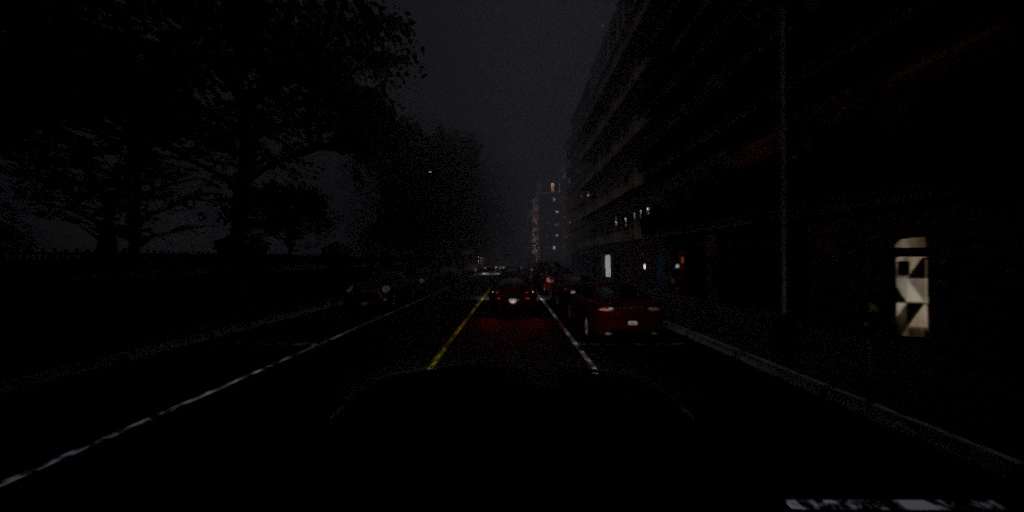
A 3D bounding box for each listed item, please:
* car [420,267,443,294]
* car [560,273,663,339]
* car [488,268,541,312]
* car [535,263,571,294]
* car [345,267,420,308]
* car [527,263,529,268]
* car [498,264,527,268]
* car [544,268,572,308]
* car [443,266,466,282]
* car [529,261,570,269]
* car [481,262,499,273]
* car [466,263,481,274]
[{"bbox_3d":[-5.693,1.389,21.464,1.967,1.591,4.097,0,0,0],"label":"car"},{"bbox_3d":[2.690,1.380,10.207,1.888,1.381,4.507,0,0,0],"label":"car"},{"bbox_3d":[0.050,1.407,14.860,1.812,1.442,4.674,0,0,0],"label":"car"},{"bbox_3d":[2.688,1.389,21.466,1.967,1.591,4.097,0,0,0],"label":"car"},{"bbox_3d":[-5.692,1.331,15.836,1.967,1.591,4.097,0,0,0],"label":"car"},{"bbox_3d":[2.687,1.505,32.727,1.967,1.591,4.097,0,0,0],"label":"car"},{"bbox_3d":[0.046,1.561,29.864,1.812,1.442,4.674,0,0,0],"label":"car"},{"bbox_3d":[2.689,1.437,15.837,1.888,1.381,4.507,0,0,0],"label":"car"},{"bbox_3d":[-5.694,1.615,32.725,2.007,1.370,4.403,0,0,0],"label":"car"},{"bbox_3d":[2.687,1.322,27.096,2.192,1.841,5.009,0,0,0],"label":"car"},{"bbox_3d":[-3.084,1.638,53.571,2.097,1.767,4.553,0,-1,0],"label":"car"},{"bbox_3d":[-5.696,1.768,49.444,1.751,1.417,4.829,0,0,0],"label":"car"}]
